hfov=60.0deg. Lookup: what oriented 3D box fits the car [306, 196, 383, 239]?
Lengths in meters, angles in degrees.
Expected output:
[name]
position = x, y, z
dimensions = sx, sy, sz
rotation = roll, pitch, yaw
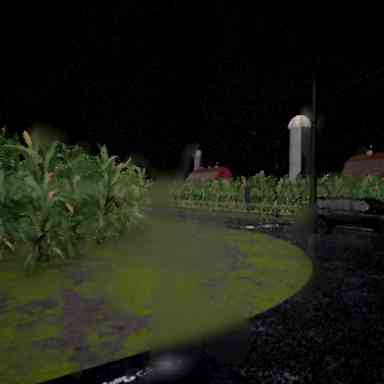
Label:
[car]
position = 8.512, 1.277, 16.626
dimensions = 2.150, 2.045, 5.566
rotation = 2, -1, -38
